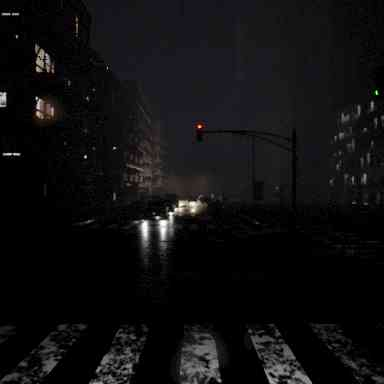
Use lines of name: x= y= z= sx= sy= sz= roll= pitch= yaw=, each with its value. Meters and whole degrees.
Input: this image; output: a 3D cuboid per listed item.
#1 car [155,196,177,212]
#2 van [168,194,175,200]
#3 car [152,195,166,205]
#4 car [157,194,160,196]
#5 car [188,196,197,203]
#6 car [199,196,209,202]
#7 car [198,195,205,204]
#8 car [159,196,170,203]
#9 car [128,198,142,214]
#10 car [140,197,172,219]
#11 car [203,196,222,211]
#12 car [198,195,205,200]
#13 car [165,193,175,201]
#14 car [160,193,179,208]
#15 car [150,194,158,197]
car: x=-3.078 y=1.521 z=39.062 sx=1.812 sy=1.442 sz=4.674 roll=0 pitch=0 yaw=0
van: x=-5.663 y=1.350 z=91.828 sx=1.690 sy=1.788 sz=3.998 roll=-1 pitch=0 yaw=0
car: x=-5.677 y=1.438 z=57.935 sx=1.967 sy=1.590 sz=4.097 roll=-1 pitch=0 yaw=0
car: x=-5.681 y=1.312 z=52.287 sx=2.192 sy=1.841 sz=5.009 roll=-1 pitch=0 yaw=0
car: x=0.134 y=1.549 z=69.761 sx=2.033 sy=1.411 sz=5.357 roll=0 pitch=0 yaw=0
car: x=2.680 y=1.547 z=74.936 sx=1.887 sy=1.381 sz=4.507 roll=-1 pitch=0 yaw=0
car: x=2.675 y=1.551 z=63.637 sx=2.008 sy=1.369 sz=4.403 roll=-1 pitch=0 yaw=0
car: x=-5.670 y=1.583 z=69.233 sx=1.802 sy=1.307 sz=4.206 roll=-1 pitch=0 yaw=0
car: x=-5.685 y=1.540 z=35.339 sx=1.887 sy=1.381 sz=4.507 roll=-1 pitch=0 yaw=0
car: x=-3.086 y=1.500 z=29.308 sx=1.837 sy=1.490 sz=4.892 roll=0 pitch=0 yaw=0
car: x=2.664 y=1.540 z=41.042 sx=1.887 sy=1.381 sz=4.507 roll=-1 pitch=0 yaw=0
car: x=2.687 y=1.534 z=92.053 sx=1.752 sy=1.417 sz=4.829 roll=-1 pitch=0 yaw=0
car: x=-5.666 y=1.321 z=86.180 sx=2.192 sy=1.841 sz=5.009 roll=-1 pitch=0 yaw=0
car: x=-3.068 y=1.218 z=49.409 sx=2.150 sy=2.045 sz=5.566 roll=0 pitch=0 yaw=0
car: x=-5.684 y=1.436 z=40.988 sx=1.967 sy=1.590 sz=4.097 roll=-1 pitch=0 yaw=0
